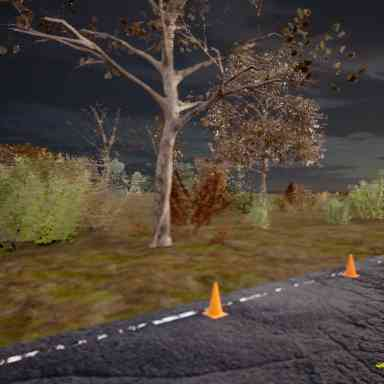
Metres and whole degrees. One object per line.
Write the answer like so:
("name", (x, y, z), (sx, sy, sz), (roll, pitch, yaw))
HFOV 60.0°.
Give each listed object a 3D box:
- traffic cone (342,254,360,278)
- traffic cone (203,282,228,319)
("traffic cone", (4.386, 2.014, 9.184), (0.340, 0.580, 0.340), (0, 0, -38))
("traffic cone", (0.442, 1.983, 6.195), (0.340, 0.580, 0.340), (0, 0, -37))
